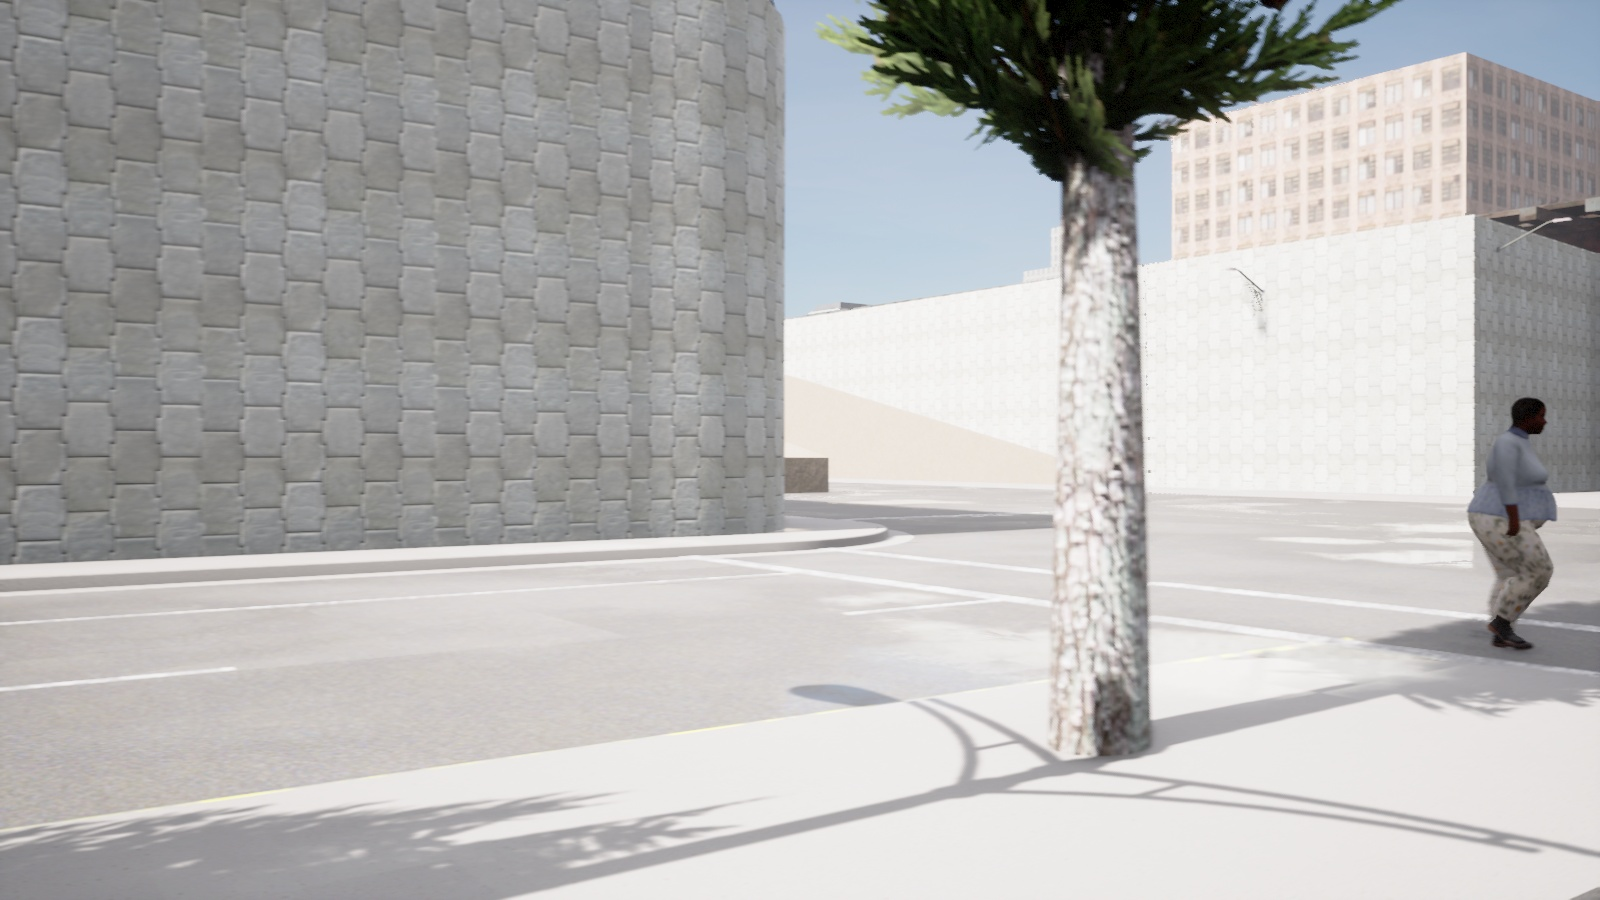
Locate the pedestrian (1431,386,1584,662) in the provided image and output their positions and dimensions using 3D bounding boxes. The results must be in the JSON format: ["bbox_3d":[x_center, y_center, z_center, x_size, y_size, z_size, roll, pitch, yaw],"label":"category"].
[{"bbox_3d":[5.113,0.501,9.065,0.900,1.855,0.874,0,0,33],"label":"pedestrian"}]
